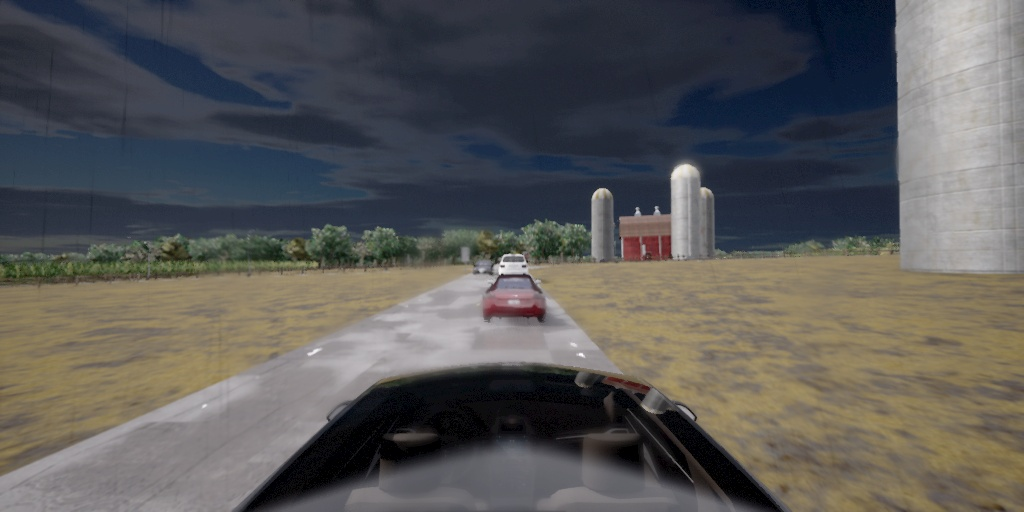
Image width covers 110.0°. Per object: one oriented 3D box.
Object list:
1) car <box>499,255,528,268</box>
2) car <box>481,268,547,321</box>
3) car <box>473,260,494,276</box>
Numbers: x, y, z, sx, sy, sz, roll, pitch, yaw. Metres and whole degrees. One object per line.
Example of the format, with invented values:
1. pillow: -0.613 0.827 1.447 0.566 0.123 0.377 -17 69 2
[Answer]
1. car: 0.114 0.922 28.518 2.150 2.045 5.566 0 0 0
2. car: 0.083 1.300 12.362 1.994 1.385 4.181 0 0 0
3. car: -2.794 1.194 35.886 2.128 1.511 4.902 0 0 0
